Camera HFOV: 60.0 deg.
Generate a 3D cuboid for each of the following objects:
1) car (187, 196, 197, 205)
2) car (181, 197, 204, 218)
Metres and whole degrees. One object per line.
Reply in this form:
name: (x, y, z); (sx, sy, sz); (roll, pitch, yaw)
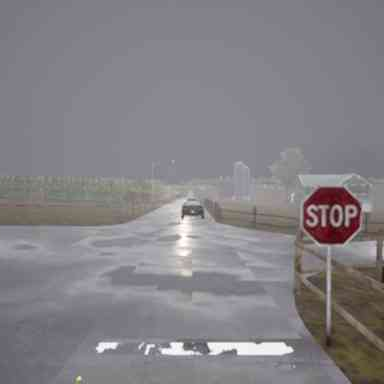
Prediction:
car: (0.020, 1.572, 62.023); (1.882, 1.535, 5.008); (0, 0, 0)
car: (0.062, 1.500, 30.107); (1.882, 1.535, 5.008); (0, 0, 0)
